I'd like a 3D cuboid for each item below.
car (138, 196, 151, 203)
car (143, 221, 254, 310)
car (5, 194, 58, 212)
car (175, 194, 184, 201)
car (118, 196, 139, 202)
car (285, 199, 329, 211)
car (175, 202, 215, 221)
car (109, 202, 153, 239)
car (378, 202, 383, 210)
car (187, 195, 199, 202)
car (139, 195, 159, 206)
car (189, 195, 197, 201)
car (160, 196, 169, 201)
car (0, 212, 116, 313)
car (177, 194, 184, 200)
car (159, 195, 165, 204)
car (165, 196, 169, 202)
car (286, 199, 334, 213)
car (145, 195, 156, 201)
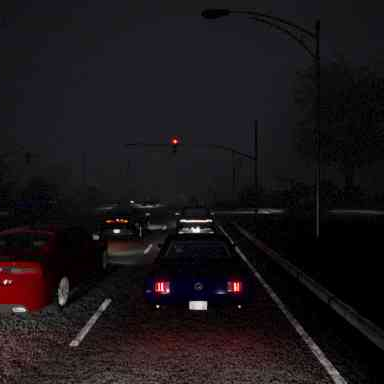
[{"bbox_3d":[-10.322,1.540,72.520,2.033,1.411,5.357,0,0,0],"label":"car"},{"bbox_3d":[0.119,1.601,7.761,1.895,1.301,4.718,0,0,0],"label":"car"},{"bbox_3d":[-18.253,1.221,38.008,5.566,2.045,2.150,0,0,3],"label":"car"},{"bbox_3d":[-3.289,1.532,84.646,2.033,1.411,5.357,0,0,0],"label":"car"},{"bbox_3d":[-10.484,1.491,53.168,2.128,1.511,4.902,0,0,1],"label":"car"},{"bbox_3d":[13.678,1.526,39.642,4.674,1.442,1.812,0,0,5],"label":"car"},{"bbox_3d":[0.151,1.491,17.023,2.128,1.511,4.902,0,0,-1],"label":"car"},{"bbox_3d":[-3.358,1.505,17.286,1.837,1.490,4.892,0,0,0],"label":"car"},{"bbox_3d":[24.504,1.479,39.035,4.902,1.511,2.128,0,0,3],"label":"car"},{"bbox_3d":[0.236,1.504,62.396,1.837,1.490,4.892,0,0,0],"label":"car"},{"bbox_3d":[-6.956,1.564,54.686,1.994,1.385,4.181,0,0,-1],"label":"car"},{"bbox_3d":[0.220,1.525,86.681,2.128,1.511,4.902,0,0,0],"label":"car"},{"bbox_3d":[-6.794,1.595,83.191,1.895,1.301,4.718,0,0,0],"label":"car"},{"bbox_3d":[-3.382,1.478,7.788,1.882,1.535,5.008,0,0,0],"label":"car"},{"bbox_3d":[-3.222,1.328,95.054,1.882,1.535,5.008,0,0,1],"label":"car"},{"bbox_3d":[-6.890,1.601,63.447,1.895,1.301,4.718,0,0,1],"label":"car"},{"bbox_3d":[-6.821,1.478,73.208,1.882,1.535,5.008,0,0,0],"label":"car"},{"bbox_3d":[12.809,1.491,36.188,4.902,1.511,2.128,0,0,3],"label":"car"},{"bbox_3d":[-10.295,1.540,82.824,2.033,1.411,5.357,0,0,0],"label":"car"}]
